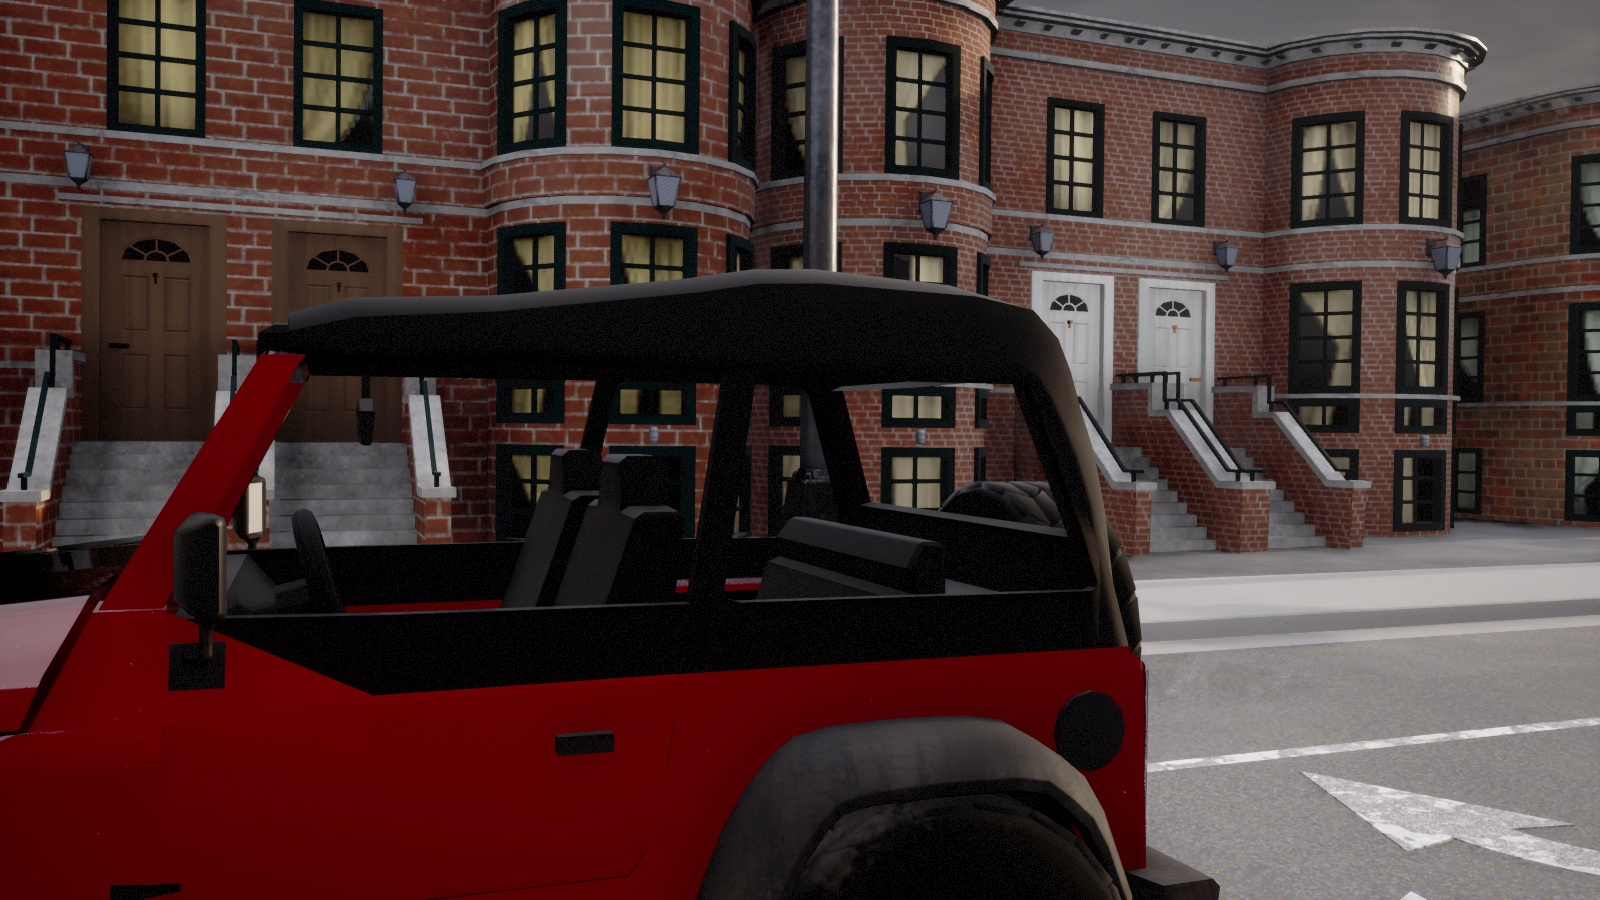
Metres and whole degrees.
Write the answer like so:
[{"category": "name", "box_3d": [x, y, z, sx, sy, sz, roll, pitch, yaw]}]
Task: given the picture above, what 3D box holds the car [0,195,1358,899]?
[{"category": "car", "box_3d": [-0.955, 0.557, 2.881, 3.866, 1.878, 1.905, -1, 1, -21]}]
